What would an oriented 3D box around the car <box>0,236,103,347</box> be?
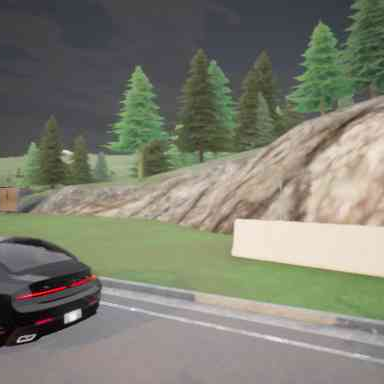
[{"bbox_3d":[-3.816,1.571,6.056,4.892,1.490,1.837,-1,0,30],"label":"car"}]
